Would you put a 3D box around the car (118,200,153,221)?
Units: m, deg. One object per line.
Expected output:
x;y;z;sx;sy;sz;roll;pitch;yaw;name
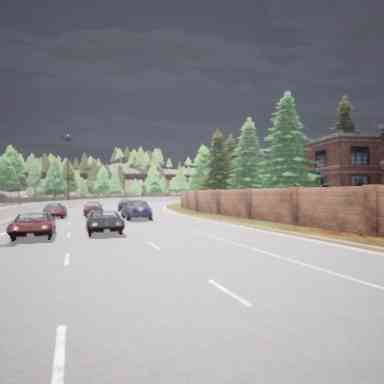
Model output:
-4.846;1.500;28.837;2.097;1.767;4.553;0;0;-19;car

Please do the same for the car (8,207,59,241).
-8.277;1.723;17.569;1.895;1.301;4.718;0;0;-20;car

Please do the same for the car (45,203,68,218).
-13.098;1.774;31.815;1.994;1.385;4.181;0;0;-16;car

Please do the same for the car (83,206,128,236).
-5.155;1.711;19.226;1.895;1.301;4.718;0;0;-20;car

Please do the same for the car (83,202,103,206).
-10.072;1.727;33.970;1.812;1.442;4.674;0;0;-16;car
